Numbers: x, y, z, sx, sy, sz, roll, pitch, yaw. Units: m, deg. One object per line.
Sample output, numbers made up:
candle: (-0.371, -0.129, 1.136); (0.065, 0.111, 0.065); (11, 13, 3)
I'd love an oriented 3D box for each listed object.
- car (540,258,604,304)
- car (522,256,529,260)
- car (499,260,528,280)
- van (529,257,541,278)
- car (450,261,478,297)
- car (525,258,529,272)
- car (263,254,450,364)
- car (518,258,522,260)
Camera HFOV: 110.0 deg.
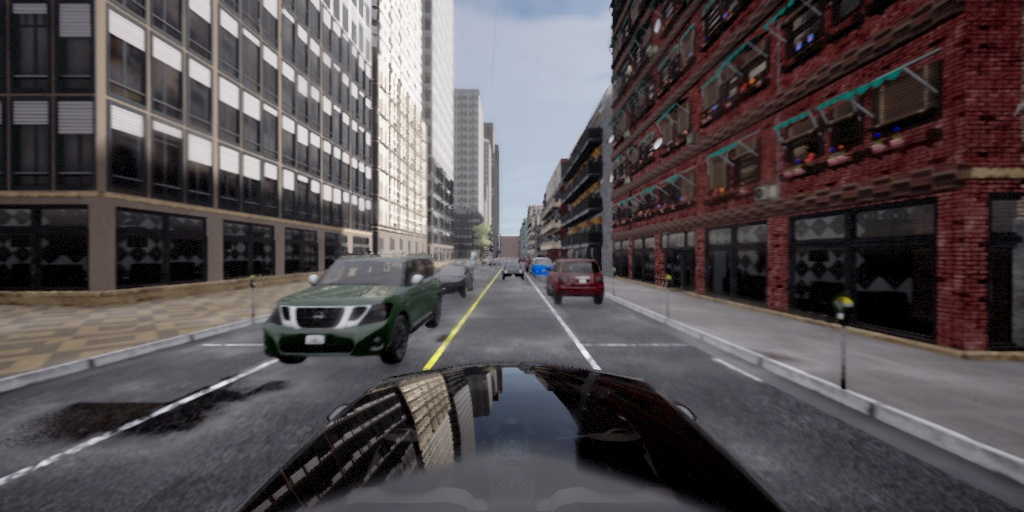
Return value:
car: (2.689, 1.041, 16.041); (2.192, 1.841, 5.009); (0, 0, 0)
car: (2.686, 0.998, 43.795); (2.192, 1.841, 5.009); (0, 0, 0)
car: (0.096, 1.303, 30.974); (1.895, 1.301, 4.718); (0, 0, 0)
van: (2.687, 1.040, 32.694); (1.690, 1.789, 3.998); (0, 0, 0)
car: (-3.088, 1.199, 18.726); (1.882, 1.535, 5.008); (0, 0, 0)
car: (2.687, 1.242, 38.244); (2.007, 1.370, 4.403); (0, 0, 0)
car: (-3.100, 0.960, 8.411); (2.150, 2.045, 5.566); (0, 0, 0)
car: (0.063, 1.281, 46.208); (1.895, 1.301, 4.718); (0, 0, 0)
